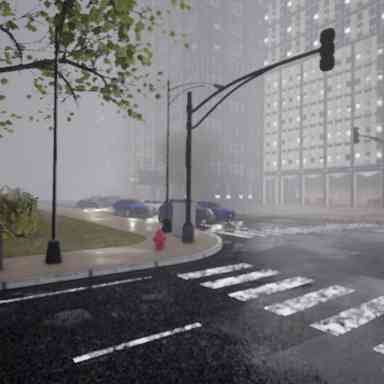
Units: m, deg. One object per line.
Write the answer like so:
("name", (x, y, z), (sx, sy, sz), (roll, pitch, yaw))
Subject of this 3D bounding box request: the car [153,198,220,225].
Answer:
("car", (-0.488, 1.236, 22.481), (2.097, 1.767, 4.553), (1, 0, -34))

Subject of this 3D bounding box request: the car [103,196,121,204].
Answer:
("car", (-14.892, 1.475, 61.922), (1.812, 1.442, 4.674), (1, 0, -34))

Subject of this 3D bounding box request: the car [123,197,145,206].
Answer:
("car", (-9.354, 1.491, 53.593), (1.812, 1.442, 4.674), (1, 0, -34))

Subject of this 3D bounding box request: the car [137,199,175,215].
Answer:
("car", (-3.673, 1.437, 33.128), (1.812, 1.442, 4.674), (1, 0, -33))

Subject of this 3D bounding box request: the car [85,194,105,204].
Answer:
("car", (-17.580, 1.260, 60.099), (2.097, 1.767, 4.553), (1, 0, -34))

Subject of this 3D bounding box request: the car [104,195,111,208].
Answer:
("car", (-11.622, 1.368, 45.122), (1.882, 1.535, 5.008), (1, 0, -33))

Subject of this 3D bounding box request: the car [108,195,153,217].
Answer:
("car", (-5.598, 1.349, 30.160), (1.882, 1.535, 5.008), (1, 0, -34))

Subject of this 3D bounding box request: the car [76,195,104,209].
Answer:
("car", (-12.943, 1.413, 41.227), (1.994, 1.385, 4.181), (1, 0, -33))

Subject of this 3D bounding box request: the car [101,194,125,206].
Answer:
("car", (-12.534, 1.275, 52.549), (2.097, 1.767, 4.553), (1, 0, -33))

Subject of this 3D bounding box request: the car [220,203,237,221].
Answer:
("car", (1.353, 1.402, 25.575), (1.882, 1.535, 5.008), (1, 0, -34))
